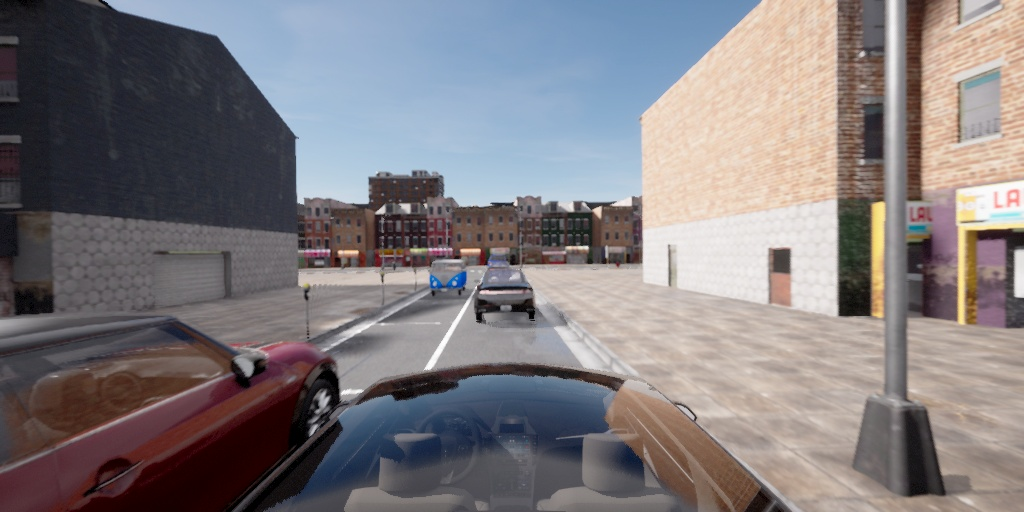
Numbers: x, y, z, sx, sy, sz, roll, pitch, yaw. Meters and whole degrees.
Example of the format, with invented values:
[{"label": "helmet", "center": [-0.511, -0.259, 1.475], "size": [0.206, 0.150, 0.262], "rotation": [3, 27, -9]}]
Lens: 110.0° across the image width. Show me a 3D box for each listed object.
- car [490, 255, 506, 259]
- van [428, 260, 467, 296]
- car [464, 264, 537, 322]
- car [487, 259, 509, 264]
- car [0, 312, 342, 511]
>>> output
[{"label": "car", "center": [-1.553, 0.893, 39.757], "size": [2.150, 2.045, 5.566], "rotation": [-1, 0, -2]}, {"label": "van", "center": [-3.300, 1.086, 19.108], "size": [1.690, 1.789, 3.998], "rotation": [0, 0, -2]}, {"label": "car", "center": [-0.275, 1.214, 12.337], "size": [2.128, 1.511, 4.902], "rotation": [-1, 0, -3]}, {"label": "car", "center": [-0.952, 1.179, 27.890], "size": [2.128, 1.511, 4.902], "rotation": [-1, 0, -3]}, {"label": "car", "center": [-2.926, 1.141, 2.229], "size": [2.097, 1.767, 4.553], "rotation": [-1, 0, -2]}]
